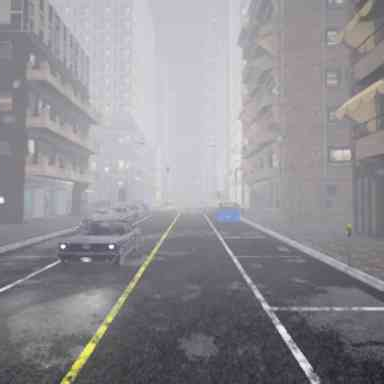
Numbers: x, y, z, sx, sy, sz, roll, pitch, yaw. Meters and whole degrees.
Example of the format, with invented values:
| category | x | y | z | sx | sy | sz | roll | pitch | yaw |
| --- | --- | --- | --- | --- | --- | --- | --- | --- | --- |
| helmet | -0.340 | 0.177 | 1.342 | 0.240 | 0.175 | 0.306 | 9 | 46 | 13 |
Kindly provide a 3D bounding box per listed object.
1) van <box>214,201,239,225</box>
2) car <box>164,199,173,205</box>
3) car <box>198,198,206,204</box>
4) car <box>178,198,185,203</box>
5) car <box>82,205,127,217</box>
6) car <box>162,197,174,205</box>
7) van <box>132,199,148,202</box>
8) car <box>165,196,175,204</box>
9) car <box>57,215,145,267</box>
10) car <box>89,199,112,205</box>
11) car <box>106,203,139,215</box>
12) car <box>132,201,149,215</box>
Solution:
| category | x | y | z | sx | sy | sz | roll | pitch | yaw |
| --- | --- | --- | --- | --- | --- | --- | --- | --- | --- |
| van | 2.700 | 1.588 | 26.292 | 1.690 | 1.788 | 3.998 | 1 | -1 | 0 |
| car | -5.698 | 2.338 | 80.955 | 1.802 | 1.307 | 4.206 | 1 | -1 | 0 |
| car | 2.681 | 2.391 | 86.593 | 1.802 | 1.307 | 4.206 | 1 | -1 | 0 |
| car | -3.024 | 2.358 | 94.256 | 1.882 | 1.535 | 5.008 | 0 | -1 | 0 |
| car | -5.649 | 1.746 | 20.694 | 2.008 | 1.369 | 4.403 | 1 | -1 | 0 |
| car | -5.693 | 2.144 | 75.381 | 1.967 | 1.590 | 4.097 | 1 | -1 | 0 |
| van | -5.819 | 1.691 | 37.318 | 1.690 | 1.788 | 3.998 | 1 | -1 | 0 |
| car | -5.693 | 2.123 | 86.532 | 2.192 | 1.841 | 5.009 | 1 | -1 | 0 |
| car | -3.104 | 1.714 | 11.996 | 1.895 | 1.301 | 4.718 | 0 | -1 | 0 |
| car | -16.507 | 2.058 | 59.959 | 4.097 | 1.590 | 1.967 | 0 | -2 | 0 |
| car | -5.651 | 1.829 | 26.235 | 1.802 | 1.307 | 4.206 | 1 | -1 | 0 |
| car | -5.652 | 1.864 | 31.774 | 1.947 | 1.339 | 4.313 | 1 | -1 | 0 |
